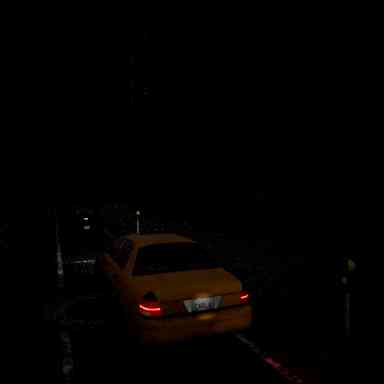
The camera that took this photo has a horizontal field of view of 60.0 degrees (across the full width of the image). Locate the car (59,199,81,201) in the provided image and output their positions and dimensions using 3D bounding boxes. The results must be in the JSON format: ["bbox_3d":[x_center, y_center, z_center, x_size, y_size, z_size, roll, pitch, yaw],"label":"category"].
[{"bbox_3d":[-10.334,1.566,28.904,1.947,1.339,4.313,0,0,-23],"label":"car"}]

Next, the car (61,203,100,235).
[{"bbox_3d":[-6.104,1.551,18.699,2.008,1.369,4.403,0,0,-23],"label":"car"}]

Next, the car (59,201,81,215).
[{"bbox_3d":[-8.219,1.551,23.802,2.008,1.369,4.403,0,0,-23],"label":"car"}]

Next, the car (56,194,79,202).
[{"bbox_3d":[-12.449,1.316,34.007,2.192,1.841,5.009,0,0,-23],"label":"car"}]

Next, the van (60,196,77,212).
[{"bbox_3d":[-14.565,1.342,39.110,1.690,1.788,3.998,0,0,-23],"label":"van"}]

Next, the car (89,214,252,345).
[{"bbox_3d":[-0.838,1.457,6.757,1.801,1.575,5.366,0,0,-23],"label":"car"}]

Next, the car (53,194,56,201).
[{"bbox_3d":[-31.636,1.468,79.545,1.967,1.590,4.097,0,0,-24],"label":"car"}]
